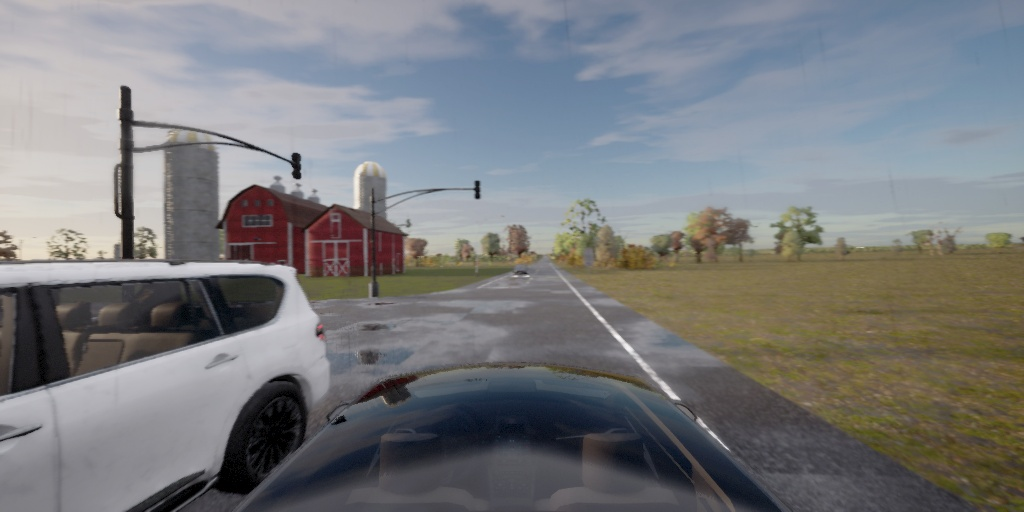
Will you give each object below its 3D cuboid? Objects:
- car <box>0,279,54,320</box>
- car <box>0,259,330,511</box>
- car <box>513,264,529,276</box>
[{"bbox_3d":[-21.638,1.691,13.993,5.357,1.411,2.033,-1,0,5],"label":"car"},{"bbox_3d":[-3.312,1.044,1.796,2.150,2.045,5.566,-1,-1,6],"label":"car"},{"bbox_3d":[1.258,1.910,49.058,1.837,1.490,4.892,-1,0,5],"label":"car"}]
